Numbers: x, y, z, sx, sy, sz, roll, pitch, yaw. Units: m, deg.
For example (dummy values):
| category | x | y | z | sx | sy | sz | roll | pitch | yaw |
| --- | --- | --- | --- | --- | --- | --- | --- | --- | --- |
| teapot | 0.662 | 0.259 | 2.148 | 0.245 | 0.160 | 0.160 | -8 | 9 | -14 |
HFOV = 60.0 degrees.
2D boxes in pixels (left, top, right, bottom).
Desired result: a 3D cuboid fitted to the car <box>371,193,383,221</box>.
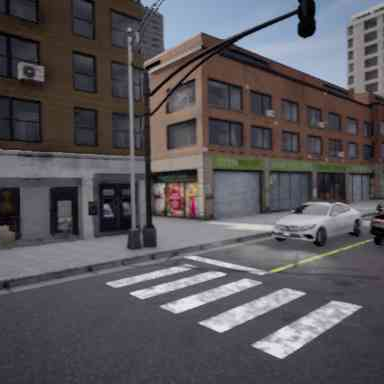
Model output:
| category | x | y | z | sx | sy | sz | roll | pitch | yaw |
| --- | --- | --- | --- | --- | --- | --- | --- | --- | --- |
| car | 12.575 | 0.756 | 19.708 | 4.892 | 1.490 | 1.837 | -3 | 1 | -41 |

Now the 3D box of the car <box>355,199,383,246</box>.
| category | x | y | z | sx | sy | sz | roll | pitch | yaw |
| --- | --- | --- | --- | --- | --- | --- | --- | --- | --- |
| car | 7.938 | 1.029 | 11.552 | 4.902 | 1.511 | 2.128 | -3 | 1 | -40 |

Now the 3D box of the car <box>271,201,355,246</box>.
| category | x | y | z | sx | sy | sz | roll | pitch | yaw |
| --- | --- | --- | --- | --- | --- | --- | --- | --- | --- |
| car | 5.062 | 1.112 | 13.169 | 4.674 | 1.442 | 1.812 | -3 | 1 | -41 |
